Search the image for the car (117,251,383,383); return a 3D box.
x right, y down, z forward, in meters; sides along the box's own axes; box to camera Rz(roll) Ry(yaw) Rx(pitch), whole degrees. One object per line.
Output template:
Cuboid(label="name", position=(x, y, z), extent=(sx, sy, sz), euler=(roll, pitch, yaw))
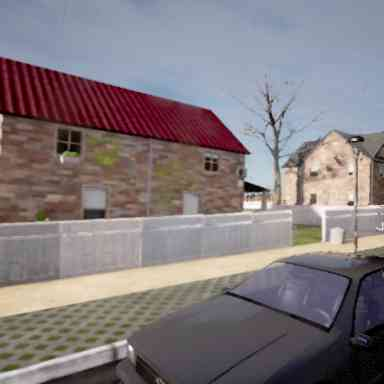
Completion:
Cuboid(label="car", position=(1.831, 1.572, 4.374), extent=(5.357, 1.411, 2.033), euler=(0, 0, -36))
